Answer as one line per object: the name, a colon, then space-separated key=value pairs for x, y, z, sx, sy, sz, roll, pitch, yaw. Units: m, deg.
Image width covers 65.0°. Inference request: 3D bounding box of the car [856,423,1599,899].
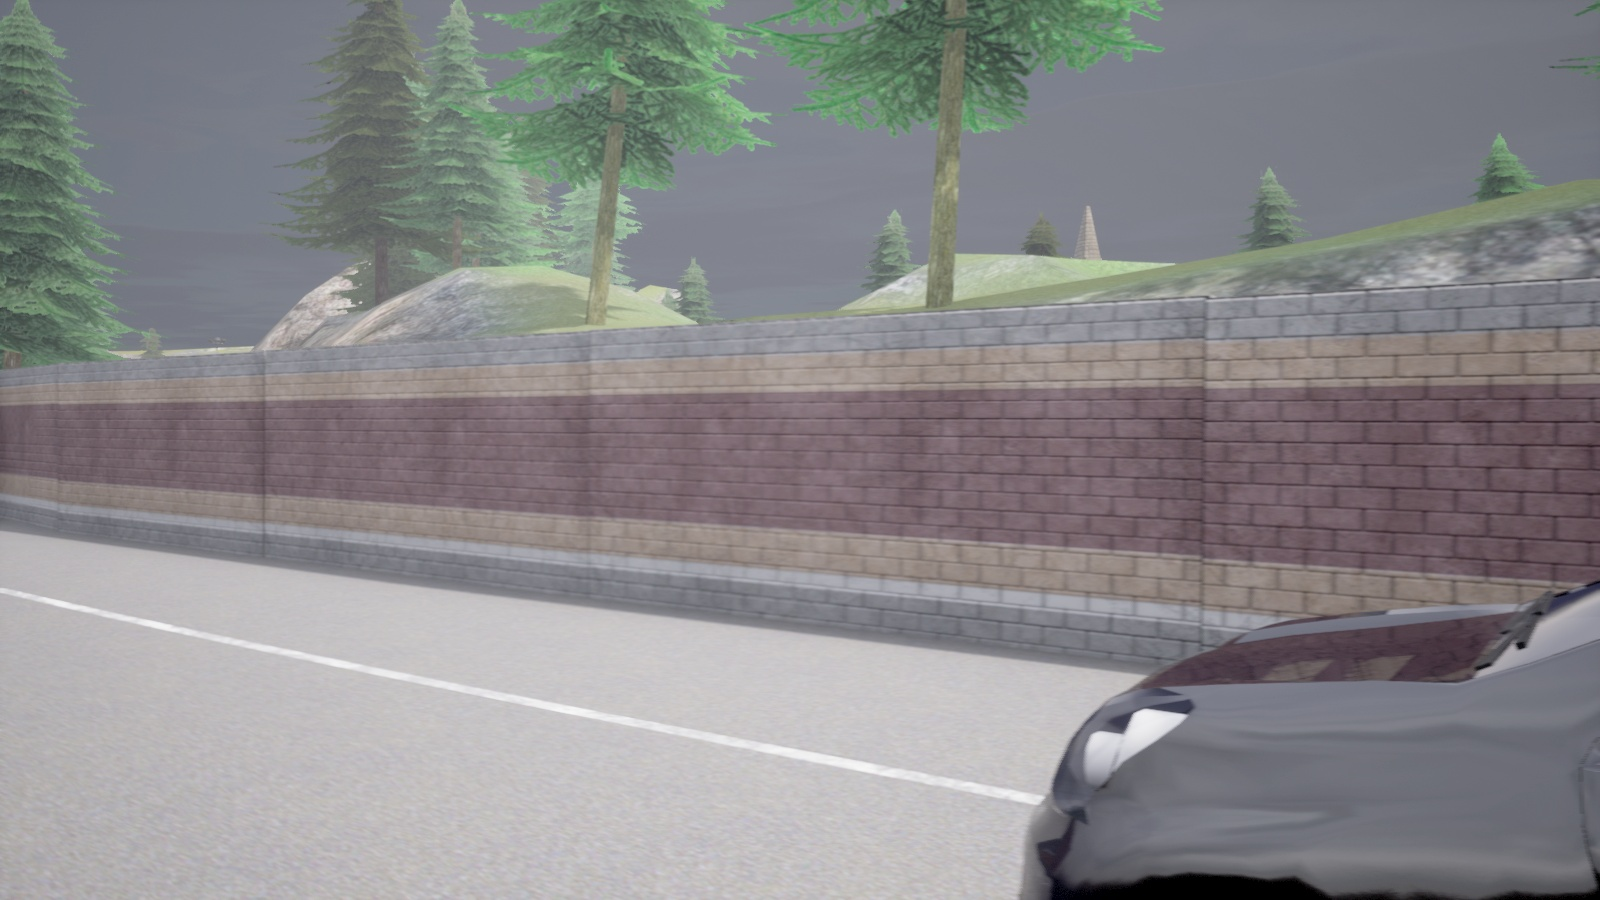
car: x=2.139 y=0.697 z=2.160 sx=3.633 sy=1.501 sz=1.845 roll=0 pitch=1 yaw=34
